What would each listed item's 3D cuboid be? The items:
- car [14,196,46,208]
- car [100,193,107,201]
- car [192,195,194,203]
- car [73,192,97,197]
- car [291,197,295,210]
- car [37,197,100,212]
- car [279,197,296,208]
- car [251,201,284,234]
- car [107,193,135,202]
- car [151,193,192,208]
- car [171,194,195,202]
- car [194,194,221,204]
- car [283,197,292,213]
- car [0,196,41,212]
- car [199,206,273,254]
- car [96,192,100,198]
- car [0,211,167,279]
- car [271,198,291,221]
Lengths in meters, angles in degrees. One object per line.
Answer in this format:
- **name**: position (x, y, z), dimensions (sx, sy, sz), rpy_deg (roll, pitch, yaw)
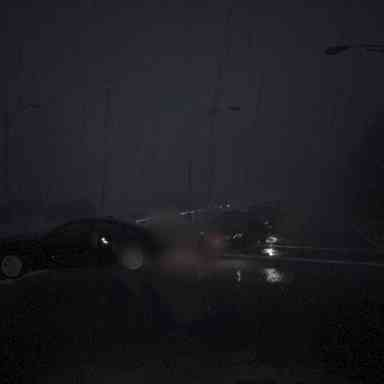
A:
- **car**: position (-21.533, 1.274, 44.304), dimensions (3.633, 1.501, 1.845), rpy_deg (0, 0, 19)
- **car**: position (-19.954, 1.016, 70.958), dimensions (3.866, 1.878, 1.905), rpy_deg (0, 0, 19)
- **car**: position (-2.262, 1.054, 44.614), dimensions (3.866, 1.878, 1.905), rpy_deg (0, 0, 19)
- **car**: position (-18.265, 1.250, 53.748), dimensions (4.514, 1.523, 2.007), rpy_deg (0, 0, 19)
- **car**: position (9.924, 1.545, 36.465), dimensions (1.994, 1.385, 4.181), rpy_deg (0, 0, 19)
- **car**: position (-8.942, 1.356, 24.187), dimensions (3.633, 1.501, 1.845), rpy_deg (0, 0, 19)
- **car**: position (13.716, 1.470, 47.584), dimensions (2.128, 1.511, 4.902), rpy_deg (0, 0, 19)
- **car**: position (4.036, 1.491, 19.237), dimensions (1.837, 1.490, 4.892), rpy_deg (0, 0, 19)
- **car**: position (-13.569, 1.048, 65.307), dimensions (4.605, 1.855, 1.932), rpy_deg (0, 0, 19)
- **car**: position (-2.810, 1.076, 41.731), dimensions (4.605, 1.855, 1.932), rpy_deg (0, 0, 19)
- **car**: position (-1.853, 1.260, 68.644), dimensions (4.514, 1.523, 2.007), rpy_deg (0, 0, 19)
- **car**: position (1.869, 1.128, 56.723), dimensions (5.027, 1.636, 2.152), rpy_deg (0, 0, 19)
- **car**: position (7.864, 1.488, 30.434), dimensions (1.837, 1.490, 4.892), rpy_deg (0, 0, 19)
- **car**: position (-15.003, 1.356, 29.404), dimensions (3.806, 1.475, 1.970), rpy_deg (0, 0, 19)
- **car**: position (1.871, 1.515, 13.836), dimensions (1.812, 1.442, 4.674), rpy_deg (0, 0, 25)
- **car**: position (-21.607, 1.300, 68.010), dimensions (3.806, 1.475, 1.970), rpy_deg (0, 0, 19)
- **car**: position (-3.255, 1.476, 9.829), dimensions (5.008, 1.535, 1.882), rpy_deg (0, 0, -15)
- **car**: position (5.967, 1.476, 24.877), dimensions (2.128, 1.511, 4.902), rpy_deg (0, 0, 19)
